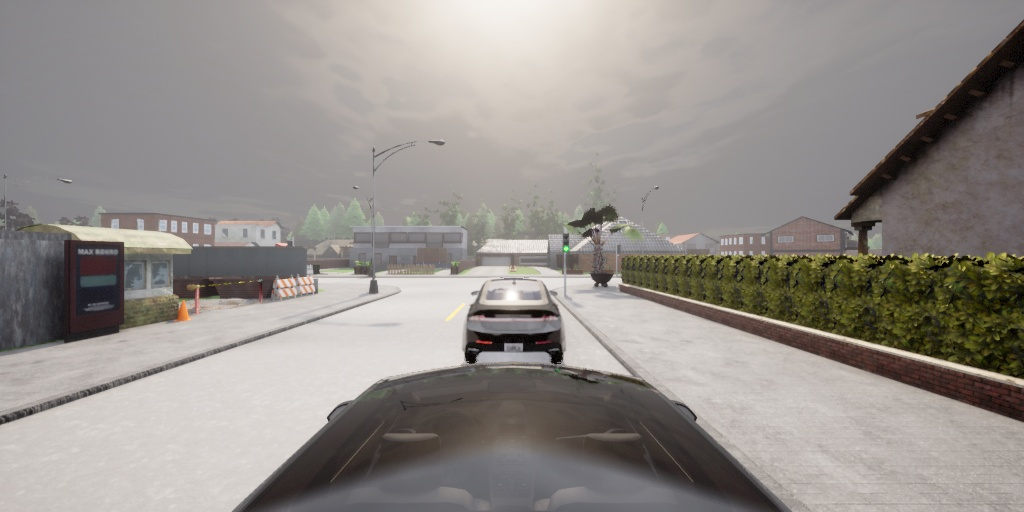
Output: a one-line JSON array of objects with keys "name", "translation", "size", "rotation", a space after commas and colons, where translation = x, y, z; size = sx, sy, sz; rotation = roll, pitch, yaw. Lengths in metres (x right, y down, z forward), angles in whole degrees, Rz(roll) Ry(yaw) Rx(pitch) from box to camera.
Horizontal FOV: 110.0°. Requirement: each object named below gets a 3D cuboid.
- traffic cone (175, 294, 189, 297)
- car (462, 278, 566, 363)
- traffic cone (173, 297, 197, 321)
[{"name": "traffic cone", "translation": [-10.390, 1.568, 11.066], "size": [0.344, 0.586, 0.344], "rotation": [0, 0, 0]}, {"name": "car", "translation": [0.047, 1.242, 8.154], "size": [2.128, 1.511, 4.902], "rotation": [0, 0, 0]}, {"name": "traffic cone", "translation": [-9.670, 1.598, 10.546], "size": [0.344, 0.586, 0.344], "rotation": [0, 0, 0]}]
